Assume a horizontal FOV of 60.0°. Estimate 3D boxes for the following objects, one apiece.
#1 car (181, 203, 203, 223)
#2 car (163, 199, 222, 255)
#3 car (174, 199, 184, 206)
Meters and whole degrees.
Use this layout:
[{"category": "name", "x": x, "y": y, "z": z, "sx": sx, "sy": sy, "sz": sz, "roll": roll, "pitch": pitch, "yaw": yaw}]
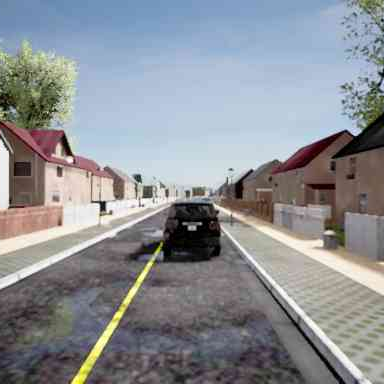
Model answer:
[{"category": "car", "x": 0.020, "y": 1.795, "z": 29.364, "sx": 1.812, "sy": 1.442, "sz": 4.674, "roll": 0, "pitch": 0, "yaw": 0}, {"category": "car", "x": 0.007, "y": 1.346, "z": 14.002, "sx": 2.150, "sy": 2.045, "sz": 5.566, "roll": 0, "pitch": 0, "yaw": 0}, {"category": "car", "x": -2.717, "y": 2.184, "z": 71.716, "sx": 2.033, "sy": 1.411, "sz": 5.357, "roll": 0, "pitch": 0, "yaw": 0}]
